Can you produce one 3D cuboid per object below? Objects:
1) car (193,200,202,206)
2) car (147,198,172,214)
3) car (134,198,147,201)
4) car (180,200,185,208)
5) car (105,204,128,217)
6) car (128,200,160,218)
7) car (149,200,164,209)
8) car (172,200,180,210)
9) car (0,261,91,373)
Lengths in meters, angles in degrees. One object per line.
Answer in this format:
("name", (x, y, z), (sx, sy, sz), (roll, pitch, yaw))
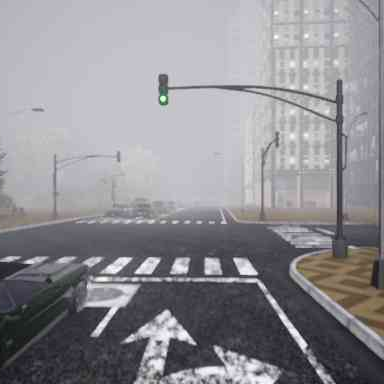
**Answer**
("car", (1.316, 2.501, 76.304), (1.812, 1.442, 4.674), (0, -1, 4))
("car", (-4.296, 1.905, 44.278), (2.097, 1.767, 4.553), (0, -1, 4))
("car", (-7.305, 1.816, 47.728), (2.150, 2.045, 5.566), (0, -1, 5))
("car", (-2.555, 2.354, 67.616), (2.128, 1.511, 4.902), (0, -1, 4))
("car", (-8.060, 2.006, 37.154), (2.033, 1.411, 5.357), (0, -1, 4))
("car", (-4.942, 1.941, 35.155), (1.837, 1.490, 4.892), (0, -1, 4))
("car", (-6.363, 2.239, 60.572), (1.882, 1.535, 5.008), (0, -1, 5))
("car", (-3.573, 2.208, 54.271), (1.812, 1.442, 4.674), (0, -1, 4))
("car", (-3.056, 1.662, 4.840), (1.895, 1.301, 4.718), (0, -1, 1))
